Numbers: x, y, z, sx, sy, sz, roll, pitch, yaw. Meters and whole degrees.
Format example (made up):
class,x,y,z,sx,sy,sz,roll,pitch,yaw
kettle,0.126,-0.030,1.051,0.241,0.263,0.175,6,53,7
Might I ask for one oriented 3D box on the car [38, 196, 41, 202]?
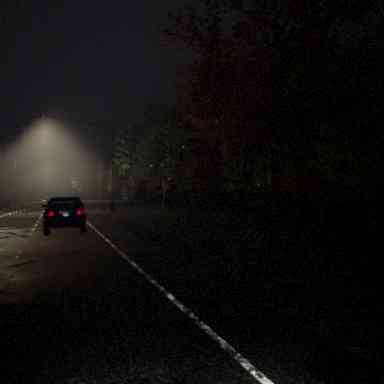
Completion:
class,x,y,z,sx,sy,sz,roll,pitch,yaw
car,-37.888,1.758,84.009,1.837,1.490,4.892,-1,0,-22

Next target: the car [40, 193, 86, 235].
class,x,y,z,sx,sy,sz,roll,pitch,yaw
car,-7.558,1.281,19.700,2.150,2.045,5.566,-1,0,-22
